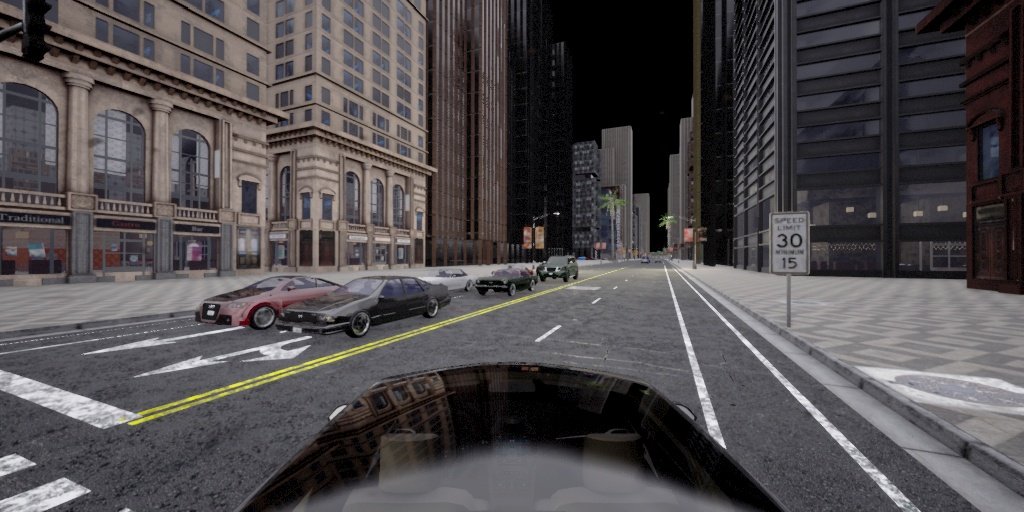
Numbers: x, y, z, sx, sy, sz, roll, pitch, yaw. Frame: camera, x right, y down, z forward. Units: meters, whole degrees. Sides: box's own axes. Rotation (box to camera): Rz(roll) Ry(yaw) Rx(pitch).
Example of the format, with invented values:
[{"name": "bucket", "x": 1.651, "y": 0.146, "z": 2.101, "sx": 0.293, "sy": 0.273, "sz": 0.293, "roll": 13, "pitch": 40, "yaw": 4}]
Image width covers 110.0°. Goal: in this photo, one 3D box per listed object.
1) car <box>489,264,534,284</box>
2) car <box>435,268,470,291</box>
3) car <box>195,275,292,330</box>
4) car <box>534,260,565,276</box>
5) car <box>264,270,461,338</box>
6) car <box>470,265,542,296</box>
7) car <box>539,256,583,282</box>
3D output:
[{"name": "car", "x": 0.081, "y": 1.364, "z": 28.523, "sx": 1.895, "sy": 1.301, "sz": 4.718, "roll": 0, "pitch": 0, "yaw": 23}, {"name": "car", "x": -3.762, "y": 1.356, "z": 19.332, "sx": 1.895, "sy": 1.301, "sz": 4.718, "roll": 0, "pitch": 0, "yaw": 23}, {"name": "car", "x": -7.135, "y": 1.315, "z": 11.247, "sx": 1.994, "sy": 1.385, "sz": 4.181, "roll": 0, "pitch": 0, "yaw": 23}, {"name": "car", "x": 4.051, "y": 1.250, "z": 37.925, "sx": 1.882, "sy": 1.535, "sz": 5.008, "roll": 0, "pitch": 0, "yaw": 23}, {"name": "car", "x": -3.874, "y": 1.299, "z": 10.631, "sx": 2.033, "sy": 1.411, "sz": 5.357, "roll": 0, "pitch": 0, "yaw": 23}, {"name": "car", "x": -0.177, "y": 1.357, "z": 19.479, "sx": 1.895, "sy": 1.301, "sz": 4.718, "roll": 0, "pitch": 0, "yaw": 23}, {"name": "car", "x": 3.951, "y": 0.986, "z": 29.347, "sx": 2.150, "sy": 2.045, "sz": 5.566, "roll": 0, "pitch": 0, "yaw": 22}]
